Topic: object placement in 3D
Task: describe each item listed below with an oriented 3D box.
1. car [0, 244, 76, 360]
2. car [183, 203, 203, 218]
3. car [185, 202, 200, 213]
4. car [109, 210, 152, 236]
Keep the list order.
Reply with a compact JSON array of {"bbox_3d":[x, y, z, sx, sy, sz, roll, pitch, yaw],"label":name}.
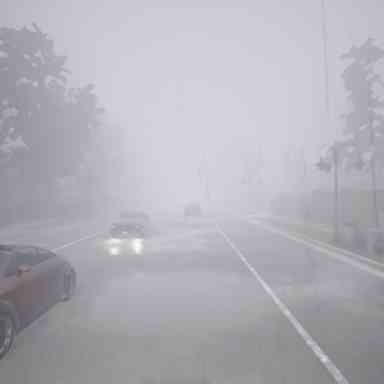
[{"bbox_3d":[-3.586,1.639,5.787,1.994,1.385,4.181,0,-1,0],"label":"car"},{"bbox_3d":[0.114,1.947,34.996,1.837,1.490,4.892,0,-1,0],"label":"car"},{"bbox_3d":[0.104,2.116,45.373,1.994,1.385,4.181,0,-1,0],"label":"car"},{"bbox_3d":[-3.567,1.808,20.371,2.033,1.411,5.357,0,-1,0],"label":"car"}]
